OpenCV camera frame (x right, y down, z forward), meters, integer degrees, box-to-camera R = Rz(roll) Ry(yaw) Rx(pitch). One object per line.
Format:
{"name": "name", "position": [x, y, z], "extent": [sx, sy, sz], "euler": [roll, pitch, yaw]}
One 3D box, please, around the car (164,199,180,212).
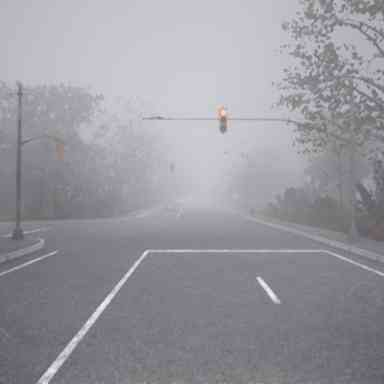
{"name": "car", "position": [-3.462, 2.317, 53.437], "extent": [2.128, 1.511, 4.902], "euler": [0, 0, 0]}

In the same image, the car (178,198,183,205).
{"name": "car", "position": [-3.194, 2.269, 78.402], "extent": [1.812, 1.442, 4.674], "euler": [0, 0, 1]}
